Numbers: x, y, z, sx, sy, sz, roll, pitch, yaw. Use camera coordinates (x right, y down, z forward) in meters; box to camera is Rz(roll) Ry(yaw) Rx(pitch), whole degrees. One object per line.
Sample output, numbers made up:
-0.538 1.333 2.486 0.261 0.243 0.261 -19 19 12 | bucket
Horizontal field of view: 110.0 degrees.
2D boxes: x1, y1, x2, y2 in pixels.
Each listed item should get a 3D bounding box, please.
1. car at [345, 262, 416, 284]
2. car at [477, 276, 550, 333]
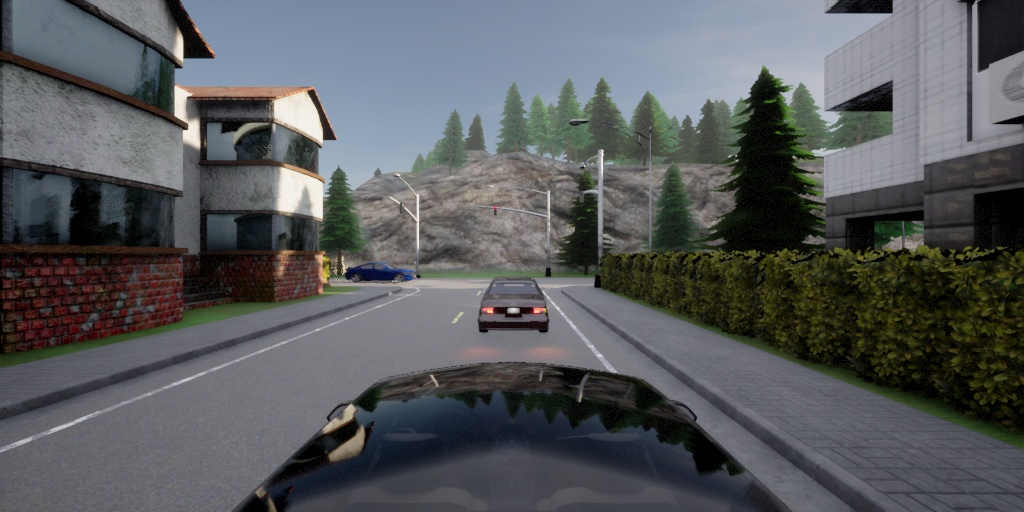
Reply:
-9.780 1.227 26.828 5.008 1.535 1.882 0 0 1 | car
0.052 1.297 10.728 2.033 1.411 5.357 0 0 0 | car
